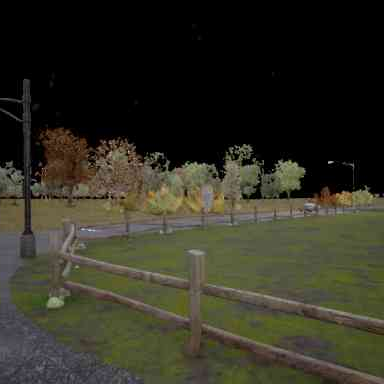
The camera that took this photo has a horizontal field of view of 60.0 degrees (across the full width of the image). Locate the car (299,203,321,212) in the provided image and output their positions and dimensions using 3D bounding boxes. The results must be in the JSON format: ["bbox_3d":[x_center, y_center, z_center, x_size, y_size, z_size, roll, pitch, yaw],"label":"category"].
[{"bbox_3d":[18.874,2.448,52.974,2.033,1.411,5.357,-1,-2,40],"label":"car"}]
